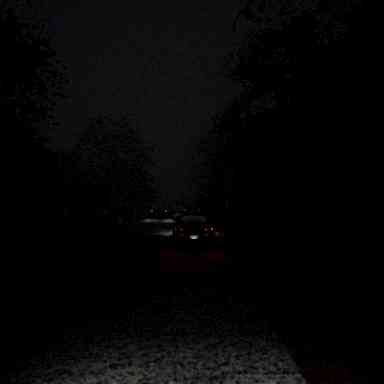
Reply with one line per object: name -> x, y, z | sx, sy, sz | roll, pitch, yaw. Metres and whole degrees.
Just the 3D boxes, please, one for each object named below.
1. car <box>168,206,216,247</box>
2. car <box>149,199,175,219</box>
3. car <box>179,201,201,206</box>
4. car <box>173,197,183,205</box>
car -> 0.072, 1.613, 15.374 | 1.812, 1.442, 4.674 | 0, 0, 0
car -> -2.943, 1.681, 31.689 | 1.882, 1.535, 5.008 | 0, -1, 0
car -> -0.001, 1.777, 32.382 | 1.994, 1.385, 4.181 | 0, -1, 0
car -> -3.171, 2.136, 72.342 | 2.150, 2.045, 5.566 | 0, -2, -1
